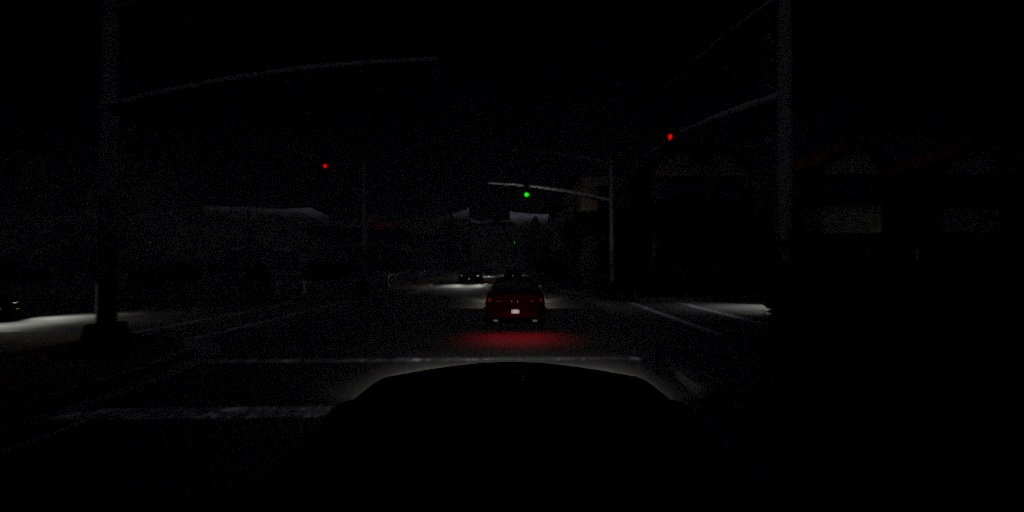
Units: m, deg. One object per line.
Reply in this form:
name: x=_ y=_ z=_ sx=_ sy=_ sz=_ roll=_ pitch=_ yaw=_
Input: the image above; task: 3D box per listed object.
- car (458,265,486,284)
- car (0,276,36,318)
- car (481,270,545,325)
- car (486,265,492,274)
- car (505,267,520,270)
car: x=-3.591 y=1.646 z=31.894 sx=1.812 sy=1.442 sz=4.674 roll=0 pitch=-1 yaw=-1
car: x=-20.449 y=1.559 z=12.550 sx=4.892 sy=1.490 sz=1.837 roll=1 pitch=-1 yaw=0
car: x=0.101 y=1.480 z=13.007 sx=1.882 sy=1.535 sz=5.008 roll=0 pitch=0 yaw=0
car: x=-3.564 y=1.848 z=46.612 sx=2.033 sy=1.411 sz=5.357 roll=0 pitch=-1 yaw=0
car: x=0.110 y=1.814 z=39.463 sx=1.895 sy=1.301 sz=4.718 roll=0 pitch=-1 yaw=0
